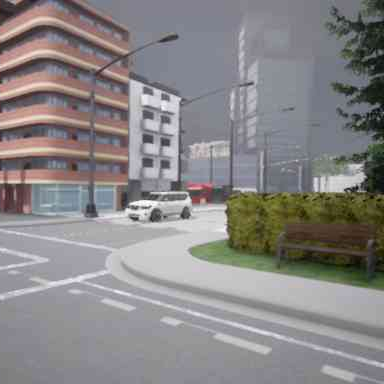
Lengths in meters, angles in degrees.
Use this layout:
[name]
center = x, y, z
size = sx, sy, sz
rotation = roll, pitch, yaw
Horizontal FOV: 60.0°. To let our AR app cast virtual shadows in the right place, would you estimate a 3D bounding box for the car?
[car]
center = -2.161, 0.985, 23.765
size = 2.150, 2.045, 5.566
rotation = 1, 1, 36
